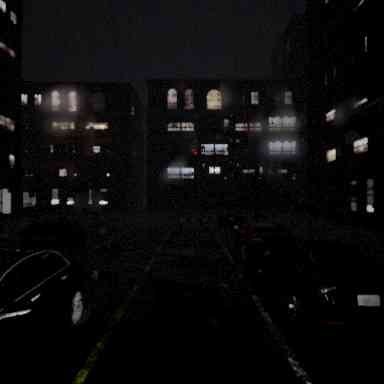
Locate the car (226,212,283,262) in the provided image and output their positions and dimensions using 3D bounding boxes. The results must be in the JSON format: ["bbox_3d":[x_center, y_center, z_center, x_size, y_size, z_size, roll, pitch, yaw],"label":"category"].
[{"bbox_3d":[2.579,1.669,12.486,1.887,1.381,4.507,1,-1,0],"label":"car"}]

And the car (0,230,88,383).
[{"bbox_3d":[-2.847,1.547,4.265,1.837,1.490,4.892,0,-1,0],"label":"car"}]

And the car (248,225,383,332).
[{"bbox_3d":[2.576,1.635,6.920,1.947,1.339,4.313,1,-1,0],"label":"car"}]

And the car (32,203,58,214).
[{"bbox_3d":[-19.680,2.152,43.149,4.403,1.369,2.008,0,-1,0],"label":"car"}]

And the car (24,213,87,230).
[{"bbox_3d":[-5.268,1.689,12.464,1.947,1.339,4.313,1,-1,0],"label":"car"}]

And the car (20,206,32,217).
[{"bbox_3d":[-19.642,1.868,35.014,4.097,1.590,1.967,0,-1,0],"label":"car"}]

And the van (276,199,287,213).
[{"bbox_3d":[13.103,1.738,43.183,3.998,1.788,1.690,0,-1,0],"label":"van"}]

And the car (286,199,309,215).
[{"bbox_3d":[13.992,1.751,37.876,5.357,1.411,2.033,0,-1,0],"label":"car"}]

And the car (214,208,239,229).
[{"bbox_3d":[2.584,1.806,23.612,1.947,1.339,4.313,1,-1,0],"label":"car"}]
